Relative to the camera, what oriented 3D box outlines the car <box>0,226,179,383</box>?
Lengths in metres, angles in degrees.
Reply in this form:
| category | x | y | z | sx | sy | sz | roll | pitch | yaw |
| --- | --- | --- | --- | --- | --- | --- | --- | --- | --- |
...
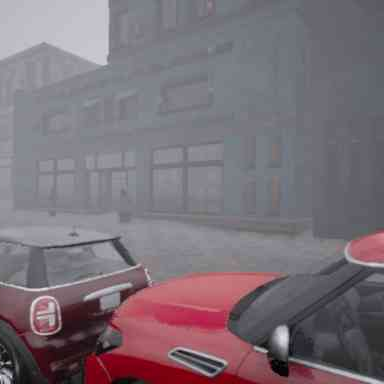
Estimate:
| category | x | y | z | sx | sy | sz | roll | pitch | yaw |
| --- | --- | --- | --- | --- | --- | --- | --- | --- | --- |
| car | -2.720 | 1.323 | 5.253 | 4.553 | 1.767 | 2.185 | 0 | 0 | 35 |
